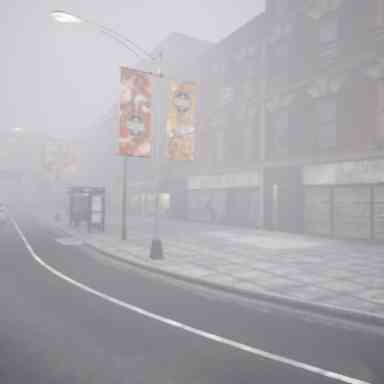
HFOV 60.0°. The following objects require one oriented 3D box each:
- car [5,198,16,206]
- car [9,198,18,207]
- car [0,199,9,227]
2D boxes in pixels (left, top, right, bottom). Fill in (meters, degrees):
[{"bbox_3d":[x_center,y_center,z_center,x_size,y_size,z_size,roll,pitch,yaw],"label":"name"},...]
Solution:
[{"bbox_3d":[-43.689,2.344,80.081,2.185,1.767,4.553,2,-2,-31],"label":"car"},{"bbox_3d":[-38.294,2.363,70.752,2.231,1.521,4.892,2,-1,-21],"label":"car"},{"bbox_3d":[-15.416,1.514,25.404,2.150,2.045,5.566,2,-1,-29],"label":"car"}]
